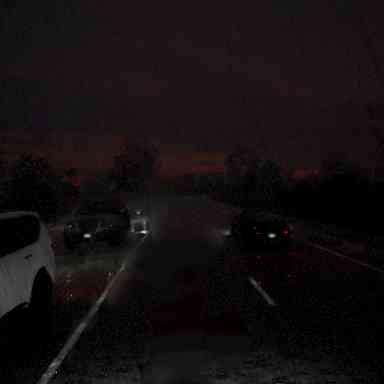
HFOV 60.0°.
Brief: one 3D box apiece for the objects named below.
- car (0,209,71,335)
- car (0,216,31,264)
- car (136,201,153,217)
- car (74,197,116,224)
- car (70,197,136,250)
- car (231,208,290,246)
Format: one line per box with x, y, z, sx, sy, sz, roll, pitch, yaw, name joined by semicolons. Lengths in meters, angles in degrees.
-3.712;1.347;4.508;2.150;2.045;5.566;-2;0;-2;car
-7.526;1.759;11.340;1.837;1.490;4.892;-2;0;-3;car
-4.970;1.653;32.695;2.128;1.511;4.902;-2;0;-2;car
-8.345;1.500;29.205;2.150;2.045;5.566;-2;0;-2;car
-4.246;1.362;15.757;2.150;2.045;5.566;-2;0;-3;car
2.873;1.422;14.577;1.812;1.442;4.674;-2;0;-2;car
